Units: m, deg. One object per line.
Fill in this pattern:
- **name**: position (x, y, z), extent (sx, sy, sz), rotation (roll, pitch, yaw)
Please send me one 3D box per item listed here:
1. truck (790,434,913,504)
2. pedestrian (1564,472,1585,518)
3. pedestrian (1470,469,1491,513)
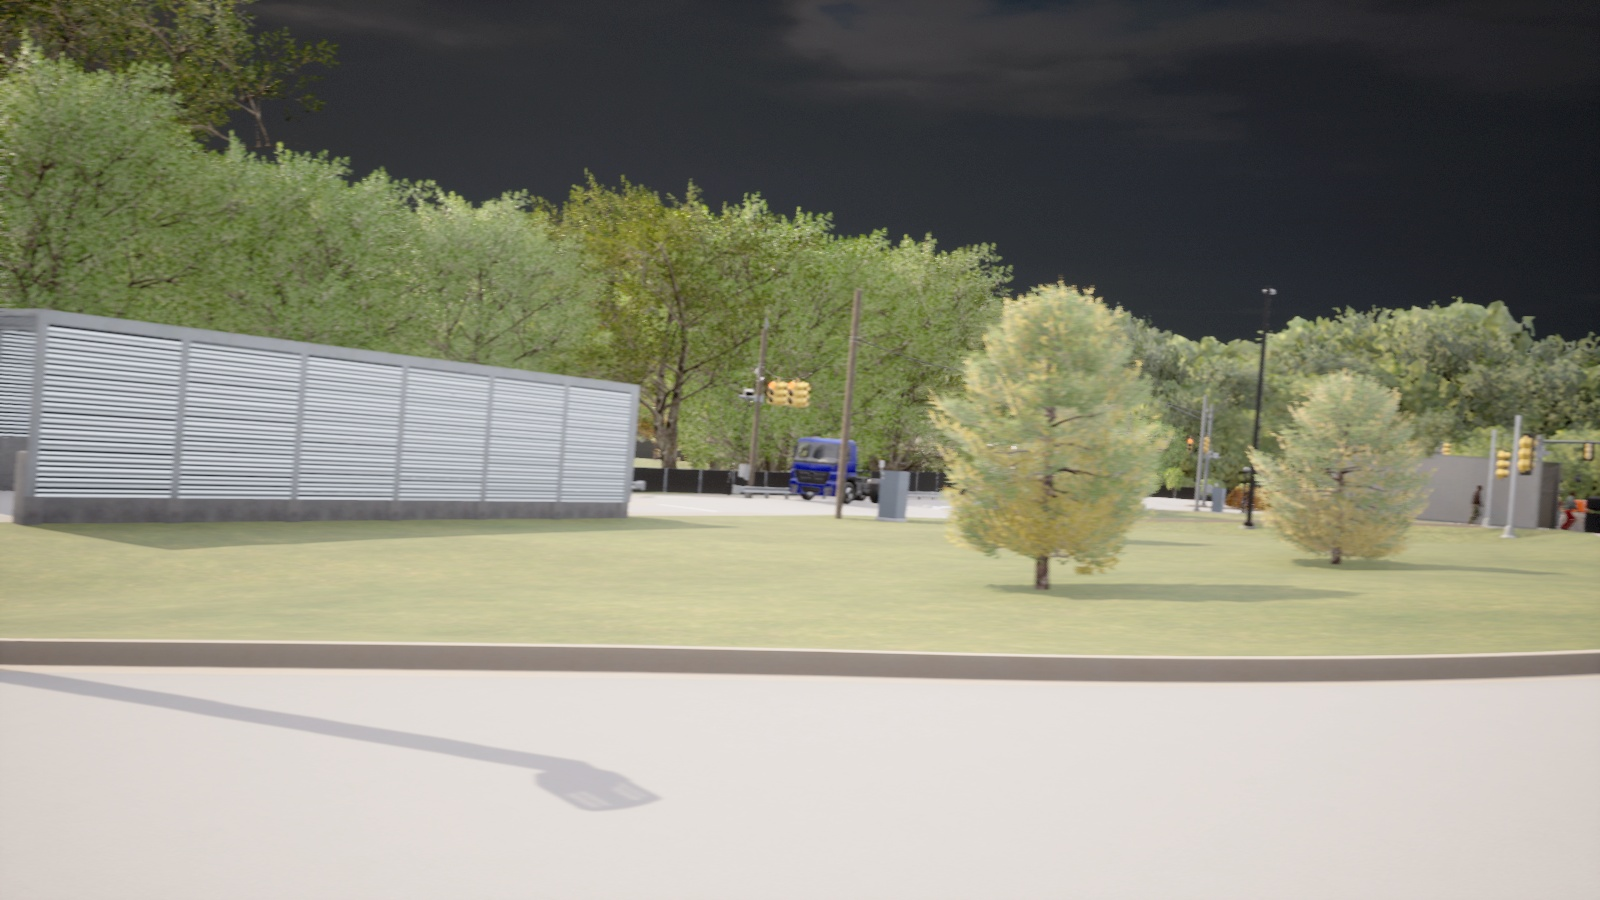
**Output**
- **truck**: position (2.946, 1.073, 68.359), extent (2.891, 3.462, 7.936), rotation (3, 0, 33)
- **pedestrian**: position (32.003, 1.861, 51.891), extent (0.614, 1.847, 0.353), rotation (3, -1, 25)
- **pedestrian**: position (29.486, 1.771, 54.431), extent (0.703, 1.840, 0.431), rotation (3, -1, 26)
